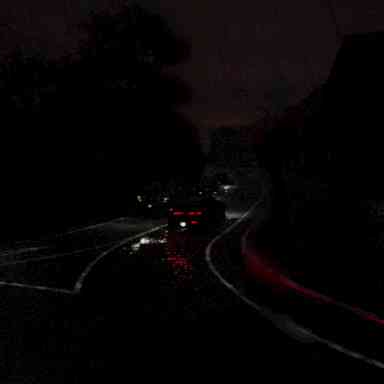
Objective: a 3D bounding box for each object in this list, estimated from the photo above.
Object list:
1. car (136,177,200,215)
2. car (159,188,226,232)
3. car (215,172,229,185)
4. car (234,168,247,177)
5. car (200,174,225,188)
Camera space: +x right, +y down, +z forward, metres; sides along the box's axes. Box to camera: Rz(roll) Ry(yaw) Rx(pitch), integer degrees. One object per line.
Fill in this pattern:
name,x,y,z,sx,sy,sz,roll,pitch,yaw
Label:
car,-1.537,0.161,21.307,2.150,2.045,5.566,0,6,18
car,0.366,0.883,16.056,1.837,1.490,4.892,0,4,18
car,3.629,-1.734,41.911,1.837,1.490,4.892,0,6,9
car,8.546,-3.473,59.036,1.882,1.535,5.008,0,6,0
car,1.378,-0.563,31.126,2.033,1.411,5.357,0,6,14
